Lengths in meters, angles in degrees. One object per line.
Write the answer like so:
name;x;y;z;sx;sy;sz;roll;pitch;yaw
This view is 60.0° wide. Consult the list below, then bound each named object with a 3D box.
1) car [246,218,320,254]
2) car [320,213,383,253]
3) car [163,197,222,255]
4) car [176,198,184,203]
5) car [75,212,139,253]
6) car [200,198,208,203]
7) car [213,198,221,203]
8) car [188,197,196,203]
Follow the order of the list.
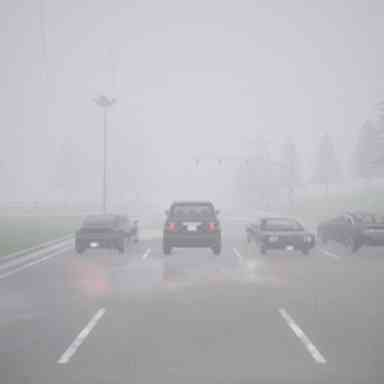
car;3.505;1.734;14.110;1.895;1.301;4.718;0;0;0
car;7.008;1.627;14.300;2.128;1.511;4.902;0;0;0
car;0.004;1.349;14.032;2.150;2.045;5.566;0;0;0
car;-3.486;2.402;94.775;2.033;1.411;5.357;0;-1;0
car;-3.492;1.643;14.305;1.837;1.490;4.892;0;0;0
car;3.514;2.387;94.774;2.128;1.511;4.902;0;-1;0
car;7.014;2.434;95.156;1.994;1.385;4.181;0;-1;0
car;0.014;2.238;95.162;2.097;1.767;4.553;0;-1;0
